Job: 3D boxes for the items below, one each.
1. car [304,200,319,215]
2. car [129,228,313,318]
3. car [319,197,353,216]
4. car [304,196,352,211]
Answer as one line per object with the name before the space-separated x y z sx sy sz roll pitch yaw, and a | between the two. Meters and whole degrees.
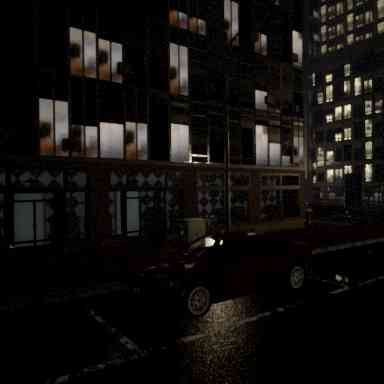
car | 9.220 1.449 31.326 2.008 1.369 4.403 -1 1 -35
car | 0.815 1.543 7.361 4.507 1.381 1.887 0 -1 -36
car | 12.439 1.474 31.192 1.895 1.301 4.718 -1 1 -35
car | 15.150 1.273 37.340 1.752 1.417 4.829 -1 1 -35
